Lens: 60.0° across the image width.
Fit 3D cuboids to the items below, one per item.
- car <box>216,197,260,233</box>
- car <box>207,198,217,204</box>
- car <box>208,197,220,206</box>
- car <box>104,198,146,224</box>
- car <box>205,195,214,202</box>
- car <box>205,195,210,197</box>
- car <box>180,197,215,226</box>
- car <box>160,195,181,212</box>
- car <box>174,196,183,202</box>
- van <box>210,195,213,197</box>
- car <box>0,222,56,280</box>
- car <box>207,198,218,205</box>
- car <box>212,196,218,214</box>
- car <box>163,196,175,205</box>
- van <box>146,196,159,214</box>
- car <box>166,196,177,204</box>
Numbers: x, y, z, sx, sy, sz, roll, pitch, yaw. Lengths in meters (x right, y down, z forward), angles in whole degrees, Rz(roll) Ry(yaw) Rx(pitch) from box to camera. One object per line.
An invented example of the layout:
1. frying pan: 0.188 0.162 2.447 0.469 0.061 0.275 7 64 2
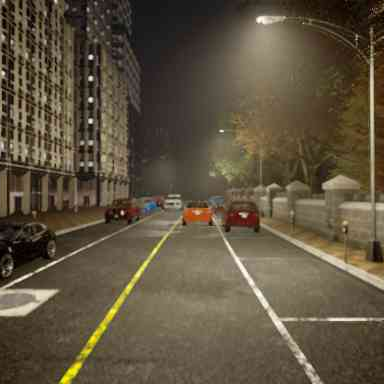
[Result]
1. car: 2.908 1.411 20.487 2.192 1.841 5.009 1 0 1
2. car: 4.134 1.848 69.778 1.802 1.307 4.206 1 0 1
3. car: 3.863 1.675 58.825 1.967 1.590 4.097 1 0 1
4. car: -5.332 1.437 26.229 2.192 1.841 5.009 1 0 1
5. car: 4.546 1.621 86.210 2.192 1.841 5.009 1 0 1
6. car: 0.843 1.532 41.975 2.097 1.767 4.553 0 0 1
7. car: 0.423 1.466 24.791 2.097 1.767 4.553 0 0 1
8. car: -2.334 1.404 42.684 2.150 2.045 5.566 0 0 2
9. car: -3.697 1.872 91.899 2.008 1.369 4.403 1 0 1
10. van: 3.591 1.541 47.871 1.690 1.788 3.998 1 0 1
11. car: -5.669 1.617 10.158 1.947 1.339 4.313 1 0 0
12. car: 3.998 1.817 64.302 1.947 1.339 4.313 1 0 1
13. car: 3.317 1.600 36.917 1.967 1.590 4.097 1 0 1
14. car: -4.378 1.695 64.537 1.967 1.590 4.097 1 0 1
15. van: -5.059 1.505 37.174 1.690 1.788 3.998 1 0 1
16. car: -4.242 1.710 70.010 1.967 1.590 4.097 1 0 1
